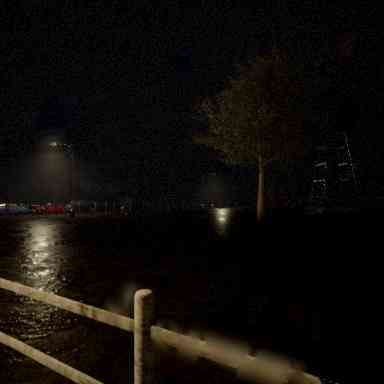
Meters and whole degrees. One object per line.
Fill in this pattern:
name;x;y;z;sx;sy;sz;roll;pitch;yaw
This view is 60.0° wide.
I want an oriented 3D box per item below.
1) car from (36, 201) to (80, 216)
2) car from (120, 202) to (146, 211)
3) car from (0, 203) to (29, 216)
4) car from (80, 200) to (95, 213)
car;-15.316;1.931;37.516;1.994;1.385;4.181;-2;-2;36
car;-9.253;2.260;52.283;1.812;1.442;4.674;-2;-2;36
car;-20.726;1.952;36.334;2.033;1.411;5.357;-2;-2;35
car;-15.189;1.913;44.041;2.097;1.767;4.553;-2;-2;36
